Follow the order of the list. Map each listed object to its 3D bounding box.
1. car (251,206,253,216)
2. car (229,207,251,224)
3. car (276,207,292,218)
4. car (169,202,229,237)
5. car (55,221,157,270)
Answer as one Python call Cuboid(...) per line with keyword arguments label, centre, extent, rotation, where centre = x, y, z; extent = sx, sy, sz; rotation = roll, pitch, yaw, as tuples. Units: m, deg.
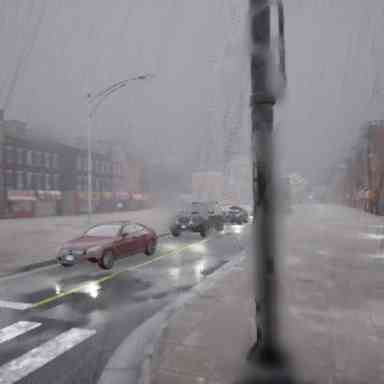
Cuboid(label="car", centre=(9.318, 2.272, 45.225), extent=(2.097, 1.767, 4.553), rotation=(-2, -2, 20))
Cuboid(label="car", centre=(3.953, 2.186, 31.056), extent=(1.812, 1.442, 4.674), rotation=(-2, -2, 20))
Cuboid(label="car", centre=(10.294, 2.099, 39.825), extent=(2.097, 1.767, 4.553), rotation=(-2, -2, 22))
Cuboid(label="car", centre=(0.477, 1.711, 21.772), extent=(2.150, 2.045, 5.566), rotation=(-2, -2, 21))
Cuboid(label="car", centre=(-2.949, 1.842, 12.537), extent=(1.812, 1.442, 4.674), rotation=(-2, -2, 22))
